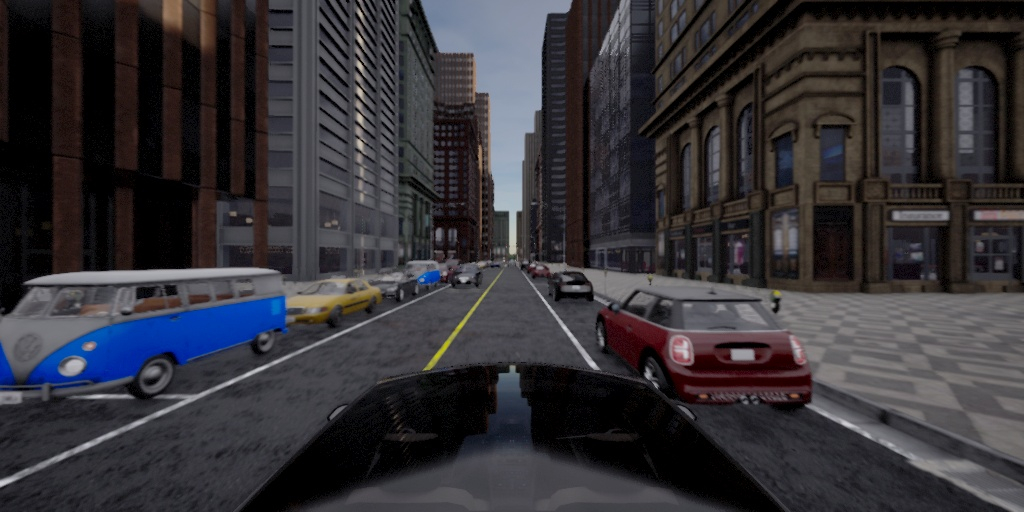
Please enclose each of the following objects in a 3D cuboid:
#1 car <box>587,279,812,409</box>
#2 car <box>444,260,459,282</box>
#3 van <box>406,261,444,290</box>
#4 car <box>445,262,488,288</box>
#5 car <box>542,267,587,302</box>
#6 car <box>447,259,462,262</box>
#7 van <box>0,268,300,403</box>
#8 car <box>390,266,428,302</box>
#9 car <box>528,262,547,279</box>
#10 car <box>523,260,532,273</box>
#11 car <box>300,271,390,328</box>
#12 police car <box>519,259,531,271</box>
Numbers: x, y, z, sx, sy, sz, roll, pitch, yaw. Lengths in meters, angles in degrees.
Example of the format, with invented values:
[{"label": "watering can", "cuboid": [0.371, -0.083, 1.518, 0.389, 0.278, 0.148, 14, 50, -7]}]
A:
[{"label": "car", "cuboid": [2.761, 1.214, 6.222, 1.967, 1.591, 4.097, 0, 0, 0]}, {"label": "car", "cuboid": [-5.765, 1.338, 28.760, 1.967, 1.591, 4.097, 0, 0, 0]}, {"label": "van", "cuboid": [-5.765, 1.207, 23.123, 1.690, 1.789, 3.998, 0, 0, 0]}, {"label": "car", "cuboid": [-3.100, 1.371, 25.473, 2.128, 1.511, 4.902, 0, 0, 0]}, {"label": "car", "cuboid": [2.761, 1.401, 17.494, 1.948, 1.339, 4.313, 0, 0, 0]}, {"label": "car", "cuboid": [-5.766, 1.245, 34.397, 2.192, 1.841, 5.009, 0, 0, 0]}, {"label": "van", "cuboid": [-5.764, 1.115, 6.214, 1.690, 1.789, 3.998, 0, 0, 0]}, {"label": "car", "cuboid": [-5.765, 1.385, 17.487, 2.007, 1.370, 4.403, 0, 0, 0]}, {"label": "car", "cuboid": [2.759, 1.512, 34.403, 1.802, 1.307, 4.207, 0, 0, 0]}, {"label": "car", "cuboid": [2.759, 1.576, 45.676, 1.802, 1.307, 4.207, 0, 0, 0]}, {"label": "car", "cuboid": [-5.764, 1.329, 11.681, 1.751, 1.417, 4.829, 0, 0, 0]}, {"label": "police car", "cuboid": [2.362, 1.494, 58.316, 1.930, 1.638, 5.238, 0, 0, 0]}]
